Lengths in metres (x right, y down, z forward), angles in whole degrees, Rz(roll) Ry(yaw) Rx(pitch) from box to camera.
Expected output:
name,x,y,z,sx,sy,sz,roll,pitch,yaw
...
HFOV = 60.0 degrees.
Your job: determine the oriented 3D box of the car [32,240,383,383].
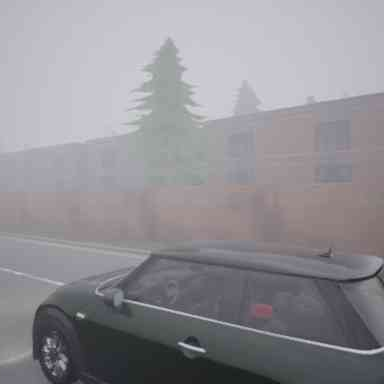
name,x,y,z,sx,sy,sz,roll,pitch,yaw
car,0.131,1.371,3.908,4.553,1.767,2.097,-1,0,35
